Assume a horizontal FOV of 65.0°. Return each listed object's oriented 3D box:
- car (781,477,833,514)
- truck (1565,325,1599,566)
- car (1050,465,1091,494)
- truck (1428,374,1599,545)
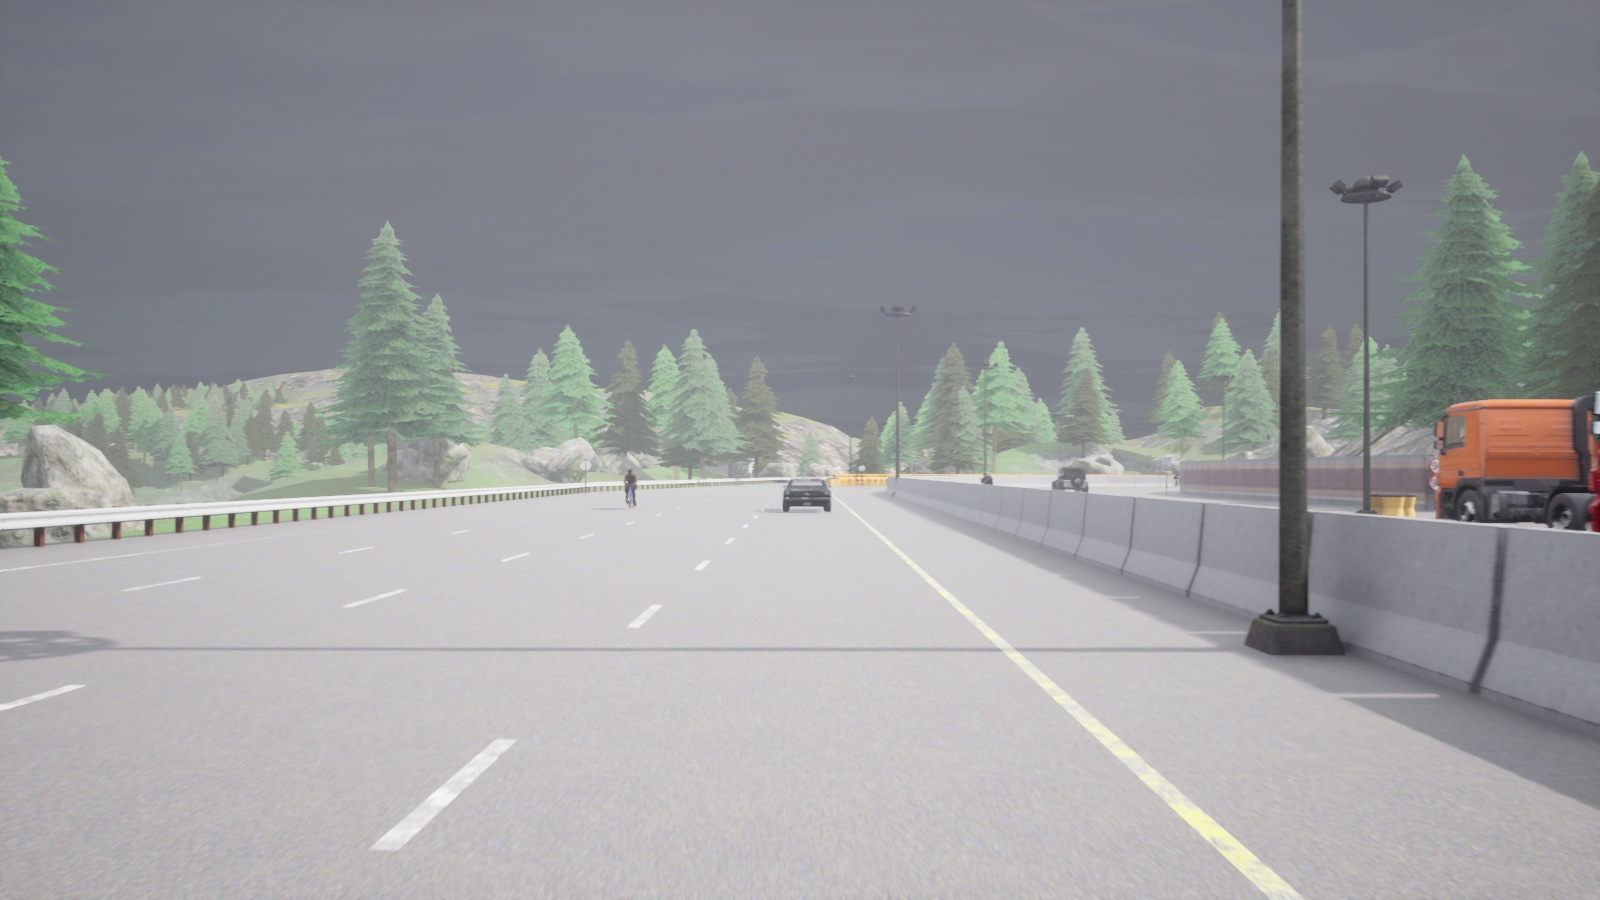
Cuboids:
[{"bbox_3d":[0.269,1.728,48.653,1.895,1.301,4.718,0,-1,0],"label":"car"},{"bbox_3d":[14.116,-0.130,16.564,2.891,3.827,8.468,0,-1,0],"label":"truck"},{"bbox_3d":[17.911,1.932,83.273,1.905,1.878,3.866,0,-1,1],"label":"car"},{"bbox_3d":[17.689,0.238,28.505,2.891,3.462,7.936,0,-1,0],"label":"truck"}]
